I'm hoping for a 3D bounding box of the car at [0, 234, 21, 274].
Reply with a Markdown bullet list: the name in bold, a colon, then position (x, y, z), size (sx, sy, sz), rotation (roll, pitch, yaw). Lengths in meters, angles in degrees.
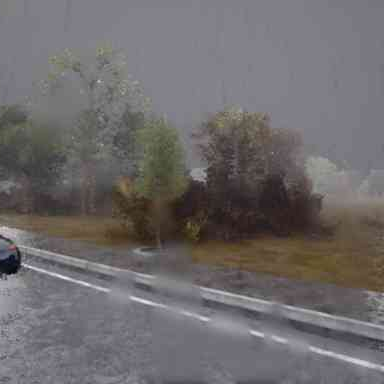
- **car**: position (-6.590, 1.548, 9.401), size (4.181, 1.385, 1.994), rotation (0, 0, 40)
